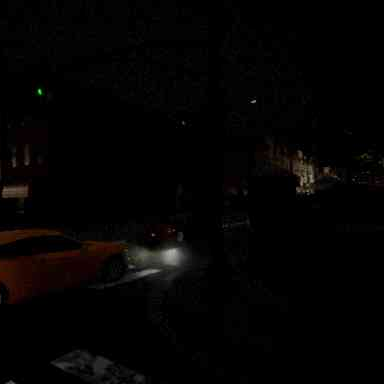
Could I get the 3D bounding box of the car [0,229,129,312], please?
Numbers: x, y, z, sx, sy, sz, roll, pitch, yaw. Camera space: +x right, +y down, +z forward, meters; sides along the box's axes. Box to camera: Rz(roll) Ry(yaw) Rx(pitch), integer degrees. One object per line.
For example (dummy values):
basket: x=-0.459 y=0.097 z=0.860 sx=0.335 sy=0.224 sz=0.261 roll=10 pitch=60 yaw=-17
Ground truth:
car: x=-3.658 y=1.604 z=7.694 sx=1.882 sy=1.535 sz=5.008 roll=-1 pitch=-1 yaw=34

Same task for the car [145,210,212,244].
car: x=-0.392 y=1.740 z=17.557 sx=1.882 sy=1.535 sz=5.008 roll=-2 pitch=-1 yaw=34
